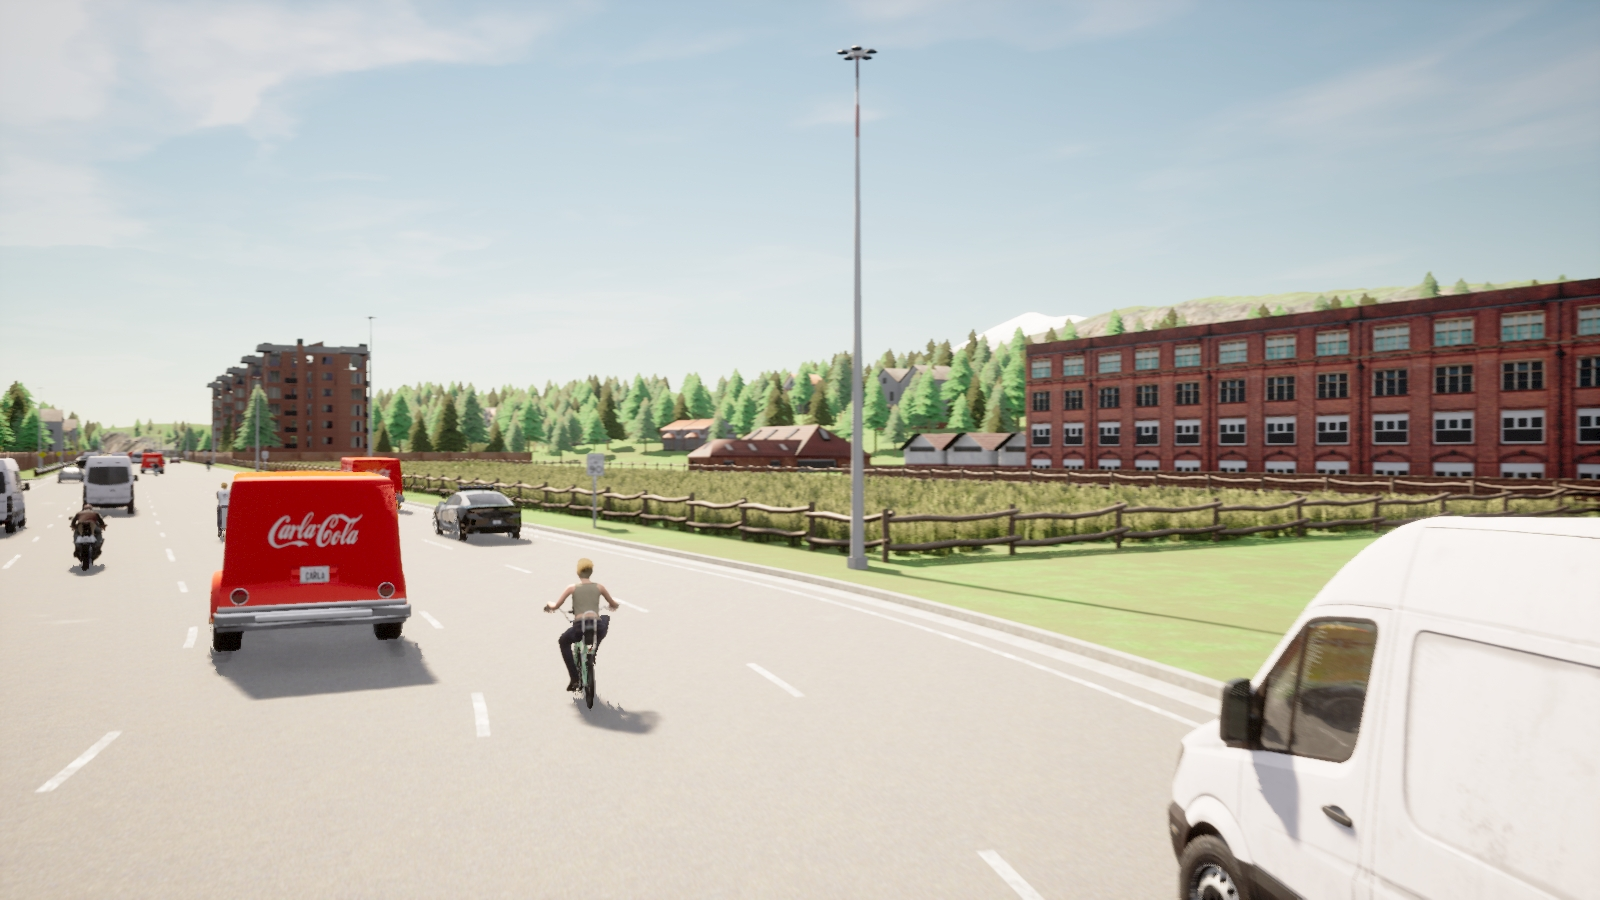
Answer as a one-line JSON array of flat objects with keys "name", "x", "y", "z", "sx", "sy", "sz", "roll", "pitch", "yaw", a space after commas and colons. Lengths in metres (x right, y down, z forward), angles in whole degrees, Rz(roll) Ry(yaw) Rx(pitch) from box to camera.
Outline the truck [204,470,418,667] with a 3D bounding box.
[{"name": "truck", "x": -7.652, "y": 1.577, "z": 17.690, "sx": 2.627, "sy": 2.467, "sz": 5.204, "roll": 0, "pitch": 0, "yaw": -26}]

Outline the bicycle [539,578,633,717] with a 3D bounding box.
[{"name": "bicycle", "x": -2.422, "y": 2.164, "z": 12.821, "sx": 0.859, "sy": 1.276, "sz": 1.487, "roll": 0, "pitch": 0, "yaw": -17}]

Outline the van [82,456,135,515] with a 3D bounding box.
[{"name": "van", "x": -31.875, "y": 1.566, "z": 52.752, "sx": 1.988, "sy": 2.561, "sz": 5.915, "roll": 0, "pitch": 0, "yaw": -30}]

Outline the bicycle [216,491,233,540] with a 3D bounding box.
[{"name": "bicycle", "x": -18.355, "y": 2.076, "z": 36.428, "sx": 0.373, "sy": 1.496, "sz": 1.643, "roll": 0, "pitch": 0, "yaw": -30}]

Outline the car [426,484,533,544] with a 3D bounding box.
[{"name": "car", "x": -10.445, "y": 2.000, "z": 36.934, "sx": 2.097, "sy": 1.638, "sz": 5.238, "roll": 0, "pitch": 0, "yaw": -30}]

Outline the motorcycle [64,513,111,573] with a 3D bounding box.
[{"name": "motorcycle", "x": -17.228, "y": 2.222, "z": 27.658, "sx": 0.867, "sy": 1.251, "sz": 2.209, "roll": 0, "pitch": 0, "yaw": -29}]

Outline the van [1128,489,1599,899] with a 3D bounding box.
[{"name": "van", "x": 3.382, "y": 1.535, "z": 4.327, "sx": 1.988, "sy": 2.561, "sz": 5.915, "roll": 1, "pitch": 0, "yaw": -6}]

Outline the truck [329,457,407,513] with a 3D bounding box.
[{"name": "truck", "x": -20.544, "y": 1.598, "z": 54.205, "sx": 2.627, "sy": 2.467, "sz": 5.204, "roll": 0, "pitch": 0, "yaw": -30}]

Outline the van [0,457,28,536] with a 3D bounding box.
[{"name": "van", "x": -28.571, "y": 1.560, "z": 40.163, "sx": 1.988, "sy": 2.561, "sz": 5.915, "roll": 0, "pitch": 0, "yaw": -30}]
